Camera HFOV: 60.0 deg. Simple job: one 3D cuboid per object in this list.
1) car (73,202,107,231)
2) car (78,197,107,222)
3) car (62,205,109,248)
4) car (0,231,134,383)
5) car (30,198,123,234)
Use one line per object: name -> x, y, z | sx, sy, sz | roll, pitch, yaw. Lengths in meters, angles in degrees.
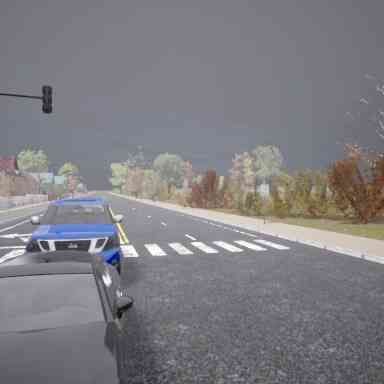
car -> -6.600, 1.468, 21.795 | 1.882, 1.535, 5.008 | 0, 0, -15
car -> -8.167, 1.338, 27.527 | 2.097, 1.767, 4.553 | 0, 0, -15
car -> -5.025, 1.499, 16.052 | 1.837, 1.490, 4.892 | 0, 0, -15
car -> -1.713, 1.524, 3.895 | 1.812, 1.442, 4.674 | 0, 0, -13
car -> -3.360, 1.218, 9.982 | 2.150, 2.045, 5.566 | 0, 0, -15
